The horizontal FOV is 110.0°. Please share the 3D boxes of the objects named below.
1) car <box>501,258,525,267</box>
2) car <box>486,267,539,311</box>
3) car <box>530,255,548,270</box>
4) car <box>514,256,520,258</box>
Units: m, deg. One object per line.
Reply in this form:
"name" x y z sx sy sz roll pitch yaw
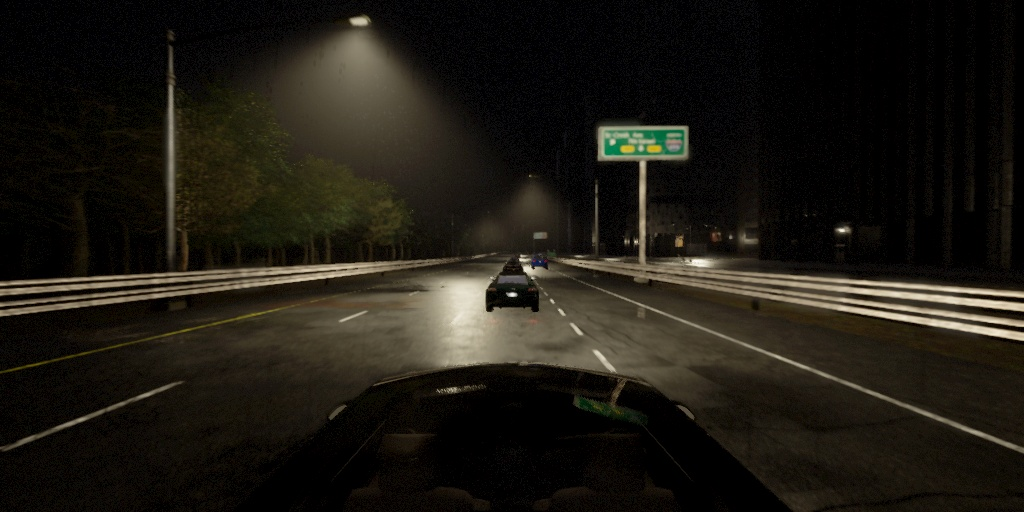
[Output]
"car" 0.105 1.226 32.507 1.837 1.490 4.892 0 0 0
"car" 0.019 1.313 14.480 1.994 1.385 4.181 0 0 0
"car" 3.865 0.857 51.226 2.150 2.045 5.566 0 1 1
"car" 0.309 1.113 55.024 1.837 1.490 4.892 0 0 1
